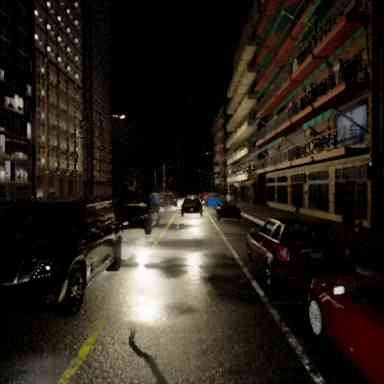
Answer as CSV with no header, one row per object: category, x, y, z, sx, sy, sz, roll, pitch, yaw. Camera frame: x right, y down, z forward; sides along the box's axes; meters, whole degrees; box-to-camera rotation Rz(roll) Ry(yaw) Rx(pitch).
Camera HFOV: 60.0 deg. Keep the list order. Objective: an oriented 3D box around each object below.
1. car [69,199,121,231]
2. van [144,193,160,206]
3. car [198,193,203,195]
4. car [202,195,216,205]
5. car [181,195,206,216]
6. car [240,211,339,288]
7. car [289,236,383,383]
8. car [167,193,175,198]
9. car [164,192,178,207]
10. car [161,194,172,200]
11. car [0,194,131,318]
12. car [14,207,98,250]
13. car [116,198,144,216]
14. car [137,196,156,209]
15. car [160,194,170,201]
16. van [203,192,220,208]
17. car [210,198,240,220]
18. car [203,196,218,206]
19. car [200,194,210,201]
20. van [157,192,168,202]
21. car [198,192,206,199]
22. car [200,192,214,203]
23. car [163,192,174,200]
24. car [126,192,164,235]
car,-5.701,1.309,20.155,1.967,1.590,4.097,0,0,0
van,-5.707,1.045,47.792,1.690,1.788,3.998,0,0,0
car,0.056,1.205,46.182,2.128,1.511,4.902,0,0,0
car,2.673,1.223,53.322,2.008,1.369,4.403,0,0,0
car,0.010,1.288,29.812,1.882,1.535,5.008,0,0,1
car,2.682,1.379,9.100,1.967,1.590,4.097,0,0,0
car,2.683,1.520,3.574,1.887,1.381,4.507,0,0,0
car,-5.716,1.013,92.013,1.887,1.381,4.507,0,0,0
car,-3.012,1.072,44.580,2.097,1.767,4.553,0,1,0
car,-5.712,1.102,75.431,2.008,1.369,4.403,0,0,0
car,-3.084,1.170,7.657,2.150,2.045,5.566,0,0,0
car,-5.699,1.469,14.628,1.947,1.339,4.313,0,0,0
car,-5.703,1.328,31.040,1.752,1.417,4.829,0,0,0
car,-5.705,1.281,42.266,1.887,1.381,4.507,0,0,0
car,-5.711,1.163,69.903,1.802,1.307,4.206,0,0,0
van,2.675,1.078,42.265,1.690,1.788,3.998,0,0,0
car,2.678,1.401,25.684,1.947,1.339,4.313,0,0,0
car,2.674,1.249,47.794,1.887,1.381,4.507,0,0,0
car,2.670,1.147,69.904,1.947,1.339,4.313,0,0,0
van,-5.711,0.952,64.374,1.690,1.788,3.998,0,0,0
car,2.665,0.936,86.487,1.967,1.590,4.097,0,0,0
car,2.670,0.956,58.848,2.192,1.841,5.009,0,0,0
car,-5.715,0.838,80.957,2.192,1.841,5.009,0,0,0
car,-3.075,1.101,18.413,2.150,2.045,5.566,0,0,1
